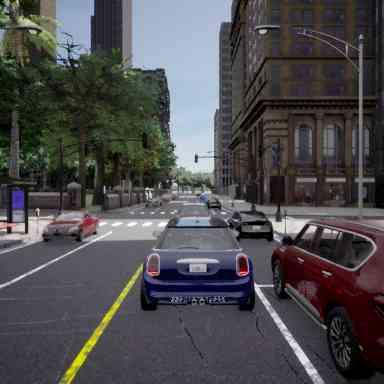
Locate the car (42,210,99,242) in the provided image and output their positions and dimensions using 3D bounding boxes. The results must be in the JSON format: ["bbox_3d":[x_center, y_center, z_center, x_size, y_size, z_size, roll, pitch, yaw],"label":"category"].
[{"bbox_3d":[-5.764,1.578,16.308,1.802,1.307,4.206,0,0,0],"label":"car"}]

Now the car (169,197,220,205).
[{"bbox_3d":[0.103,1.348,17.473,2.097,1.767,4.553,0,0,0],"label":"car"}]

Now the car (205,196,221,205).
[{"bbox_3d":[2.764,1.548,42.726,1.947,1.339,4.313,0,0,0],"label":"car"}]

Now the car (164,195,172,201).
[{"bbox_3d":[-5.757,1.467,80.520,1.752,1.417,4.829,0,0,0],"label":"car"}]

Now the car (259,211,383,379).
[{"bbox_3d":[2.759,1.314,5.439,2.192,1.841,5.009,0,0,0],"label":"car"}]

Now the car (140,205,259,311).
[{"bbox_3d":[0.104,1.351,7.939,2.097,1.767,4.553,0,0,0],"label":"car"}]

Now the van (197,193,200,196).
[{"bbox_3d":[2.768,1.282,80.669,1.690,1.788,3.998,0,0,0],"label":"van"}]

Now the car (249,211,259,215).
[{"bbox_3d":[2.761,1.562,16.290,1.947,1.339,4.313,0,0,0],"label":"car"}]

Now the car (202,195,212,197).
[{"bbox_3d":[2.765,1.544,48.147,1.947,1.339,4.313,0,0,0],"label":"car"}]

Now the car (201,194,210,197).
[{"bbox_3d":[2.765,1.499,53.737,1.752,1.417,4.829,0,0,0],"label":"car"}]

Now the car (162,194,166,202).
[{"bbox_3d":[-5.760,1.414,53.587,1.967,1.590,4.097,0,0,0],"label":"car"}]

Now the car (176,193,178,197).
[{"bbox_3d":[-5.756,1.239,91.530,2.192,1.841,5.009,0,0,0],"label":"car"}]

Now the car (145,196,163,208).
[{"bbox_3d":[-5.761,1.529,48.168,2.008,1.369,4.403,0,0,0],"label":"car"}]

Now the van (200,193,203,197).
[{"bbox_3d":[2.765,1.310,58.987,1.690,1.788,3.998,0,0,0],"label":"van"}]

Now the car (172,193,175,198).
[{"bbox_3d":[-5.758,1.264,75.269,2.192,1.841,5.009,0,0,0],"label":"car"}]

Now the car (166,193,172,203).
[{"bbox_3d":[-5.758,1.396,69.849,1.967,1.590,4.097,0,0,0],"label":"car"}]
